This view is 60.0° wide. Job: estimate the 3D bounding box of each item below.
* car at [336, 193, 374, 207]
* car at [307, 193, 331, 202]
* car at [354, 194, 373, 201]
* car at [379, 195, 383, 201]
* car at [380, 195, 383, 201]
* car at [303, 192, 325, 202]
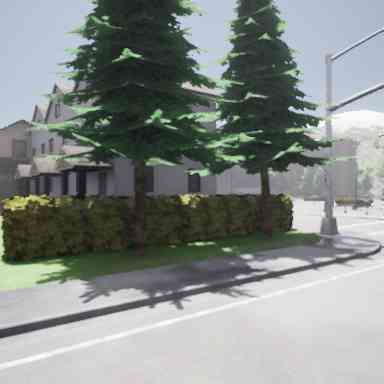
[{"bbox_3d":[22.328,1.059,45.786,1.932,1.855,4.605,0,0,-36],"label":"car"},{"bbox_3d":[27.182,1.042,71.243,1.932,1.855,4.605,0,0,-36],"label":"car"},{"bbox_3d":[42.328,1.303,82.012,1.845,1.501,3.633,0,0,-36],"label":"car"},{"bbox_3d":[44.257,1.316,74.251,1.970,1.475,3.806,0,0,-36],"label":"car"},{"bbox_3d":[32.843,1.249,52.502,2.007,1.523,4.514,0,0,-36],"label":"car"},{"bbox_3d":[25.068,1.024,69.207,1.905,1.878,3.866,0,0,-36],"label":"car"}]
